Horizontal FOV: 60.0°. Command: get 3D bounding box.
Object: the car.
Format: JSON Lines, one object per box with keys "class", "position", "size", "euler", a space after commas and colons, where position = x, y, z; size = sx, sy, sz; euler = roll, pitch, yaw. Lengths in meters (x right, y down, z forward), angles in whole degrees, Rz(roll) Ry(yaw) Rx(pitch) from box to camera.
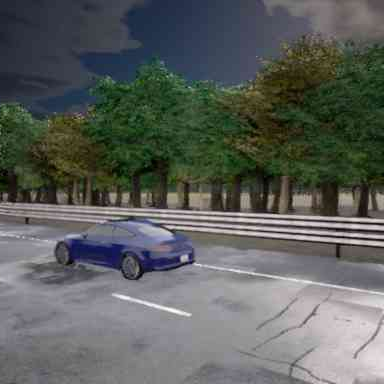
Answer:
{"class": "car", "position": [-2.066, 1.510, 9.748], "size": [4.674, 1.442, 1.812], "euler": [0, 0, 35]}
